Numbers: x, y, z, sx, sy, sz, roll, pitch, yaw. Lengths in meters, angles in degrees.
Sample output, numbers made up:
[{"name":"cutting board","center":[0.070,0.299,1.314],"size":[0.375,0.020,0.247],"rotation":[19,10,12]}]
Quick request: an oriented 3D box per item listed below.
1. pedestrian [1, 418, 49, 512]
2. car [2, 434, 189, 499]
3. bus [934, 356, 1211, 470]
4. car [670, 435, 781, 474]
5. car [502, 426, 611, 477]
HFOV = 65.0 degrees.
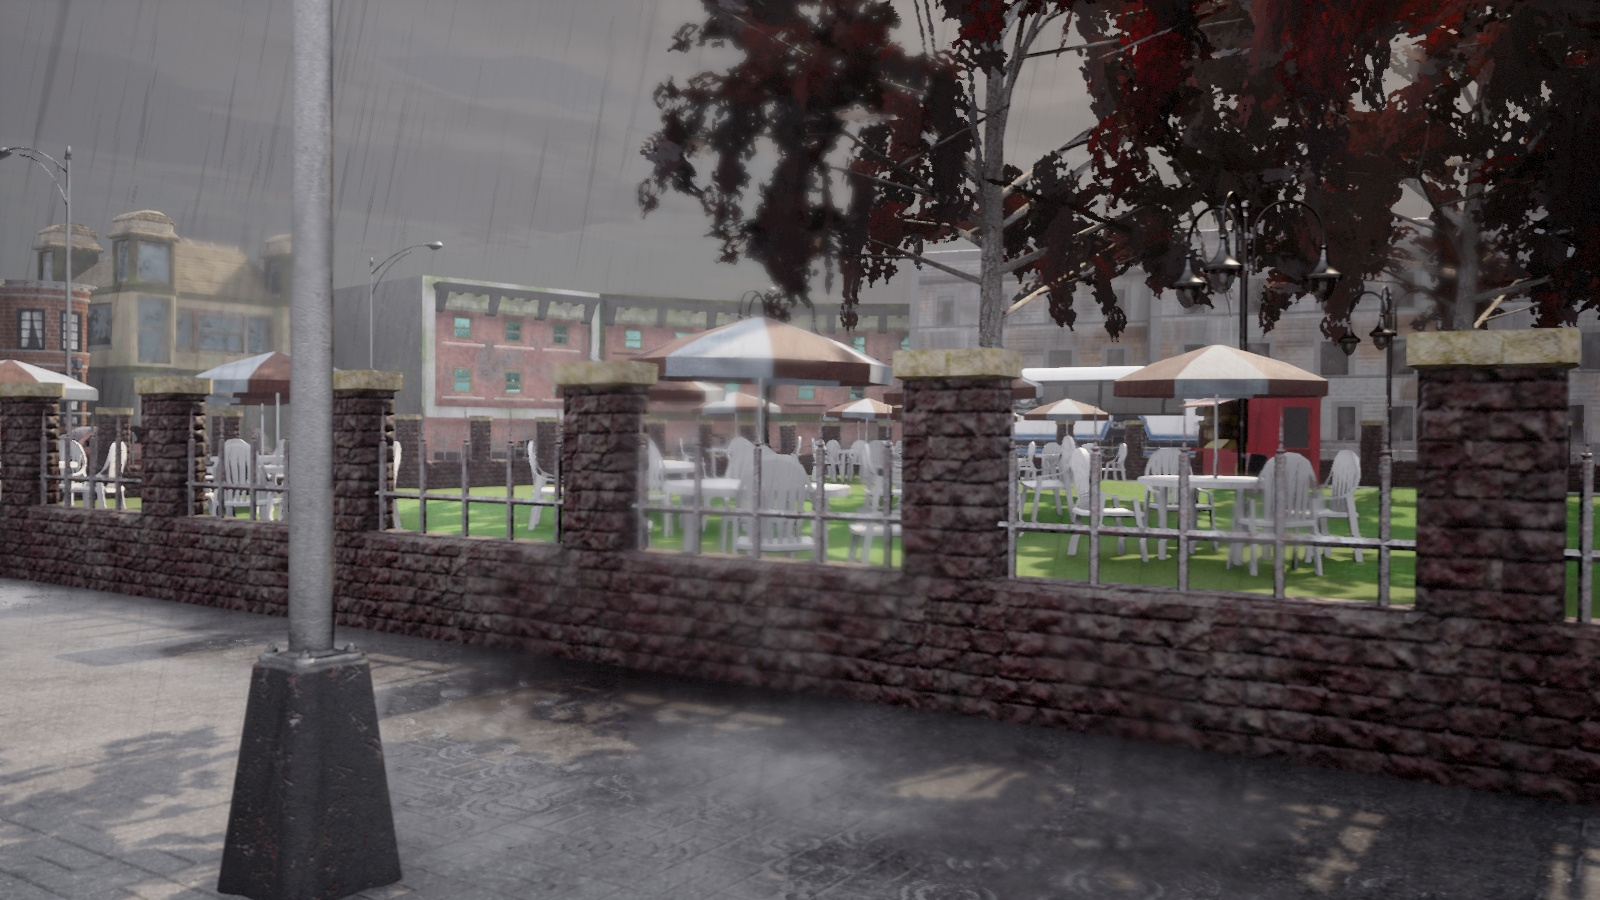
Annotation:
[{"name":"pedestrian","center":[-15.314,0.290,24.827],"size":[0.354,1.836,0.706],"rotation":[0,1,41]},{"name":"car","center":[-18.932,0.403,33.900],"size":[1.851,1.617,3.988],"rotation":[0,1,34]},{"name":"bus","center":[10.999,-1.408,51.220],"size":[10.273,4.253,3.944],"rotation":[0,1,34]},{"name":"car","center":[-2.911,0.149,49.772],"size":[4.193,1.474,1.816],"rotation":[-1,1,-45]},{"name":"car","center":[-9.329,0.017,48.316],"size":[1.905,1.878,3.866],"rotation":[0,1,35]}]
